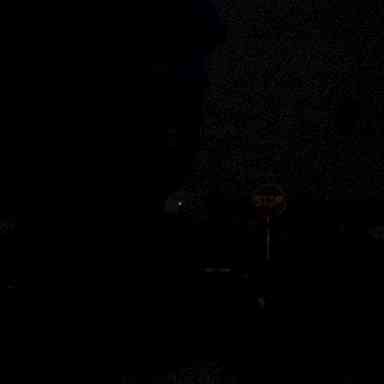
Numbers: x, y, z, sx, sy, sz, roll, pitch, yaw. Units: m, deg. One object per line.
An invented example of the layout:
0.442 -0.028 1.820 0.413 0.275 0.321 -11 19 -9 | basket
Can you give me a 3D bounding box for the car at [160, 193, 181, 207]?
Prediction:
-2.774 1.067 41.202 1.994 1.385 4.181 0 1 0 | car
